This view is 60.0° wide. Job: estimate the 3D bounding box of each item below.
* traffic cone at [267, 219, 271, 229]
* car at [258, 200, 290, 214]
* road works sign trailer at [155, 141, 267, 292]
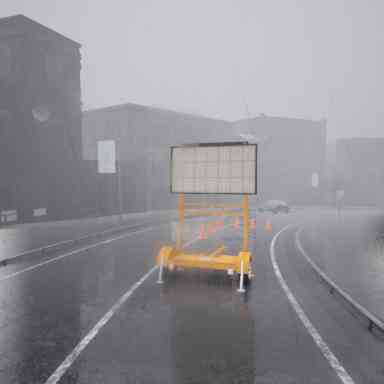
[{"bbox_3d":[4.834,2.015,21.040,0.340,0.580,0.340,2,0,14],"label":"traffic cone"},{"bbox_3d":[8.906,1.553,35.663,1.812,1.442,4.674,4,2,41],"label":"car"},{"bbox_3d":[0.608,0.457,9.147,2.380,3.560,2.880,1,0,18],"label":"road works sign trailer"}]
